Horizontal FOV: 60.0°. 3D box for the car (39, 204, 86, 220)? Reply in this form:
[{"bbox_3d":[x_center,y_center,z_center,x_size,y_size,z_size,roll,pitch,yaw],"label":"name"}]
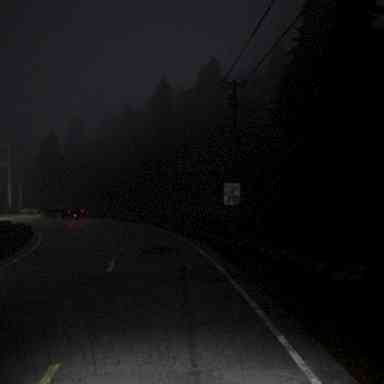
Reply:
[{"bbox_3d":[-11.319,1.658,28.826,4.718,1.301,1.895,0,0,40],"label":"car"}]
